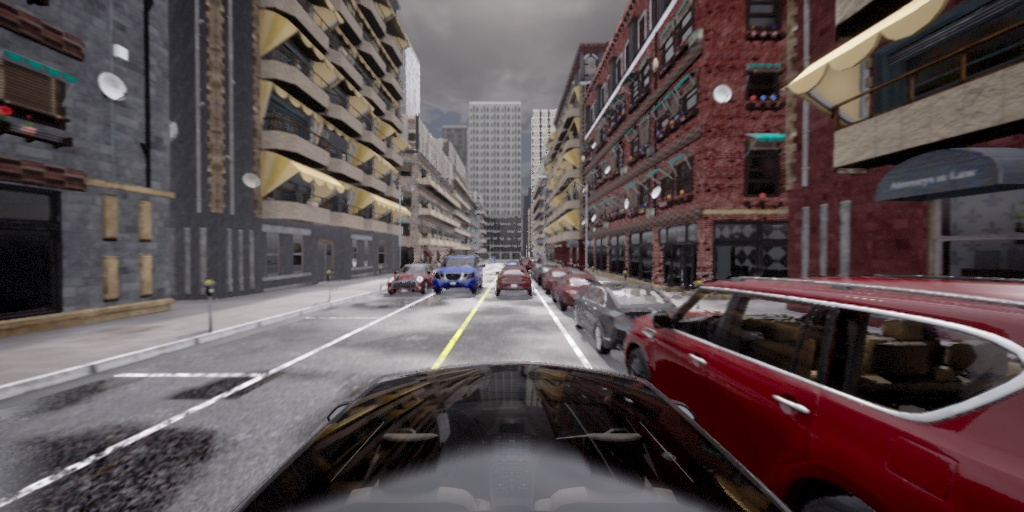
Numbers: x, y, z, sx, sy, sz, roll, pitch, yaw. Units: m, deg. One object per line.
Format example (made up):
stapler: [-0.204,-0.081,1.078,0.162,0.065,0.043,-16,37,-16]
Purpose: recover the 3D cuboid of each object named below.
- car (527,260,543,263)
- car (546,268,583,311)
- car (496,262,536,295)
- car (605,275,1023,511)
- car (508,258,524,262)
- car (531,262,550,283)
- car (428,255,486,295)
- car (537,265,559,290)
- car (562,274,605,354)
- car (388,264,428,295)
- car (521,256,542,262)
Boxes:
car: [2.572,1.283,30.750,2.007,1.370,4.403,0,0,0]
car: [2.568,1.326,14.103,1.802,1.307,4.207,0,0,0]
car: [0.096,1.266,19.525,1.812,1.442,4.674,0,0,0]
car: [2.565,1.064,3.005,2.192,1.841,5.009,0,0,0]
car: [0.109,1.253,38.894,1.812,1.442,4.674,0,0,0]
car: [2.571,1.302,25.201,1.948,1.339,4.313,0,0,0]
car: [-2.844,0.961,20.070,2.150,2.045,5.566,0,0,0]
car: [2.569,1.322,19.653,1.802,1.307,4.207,0,0,0]
car: [2.567,1.297,8.554,2.007,1.370,4.403,0,0,0]
car: [-5.311,1.180,19.633,1.967,1.591,4.097,0,0,0]
car: [2.575,1.040,41.849,2.192,1.841,5.009,0,0,0]
